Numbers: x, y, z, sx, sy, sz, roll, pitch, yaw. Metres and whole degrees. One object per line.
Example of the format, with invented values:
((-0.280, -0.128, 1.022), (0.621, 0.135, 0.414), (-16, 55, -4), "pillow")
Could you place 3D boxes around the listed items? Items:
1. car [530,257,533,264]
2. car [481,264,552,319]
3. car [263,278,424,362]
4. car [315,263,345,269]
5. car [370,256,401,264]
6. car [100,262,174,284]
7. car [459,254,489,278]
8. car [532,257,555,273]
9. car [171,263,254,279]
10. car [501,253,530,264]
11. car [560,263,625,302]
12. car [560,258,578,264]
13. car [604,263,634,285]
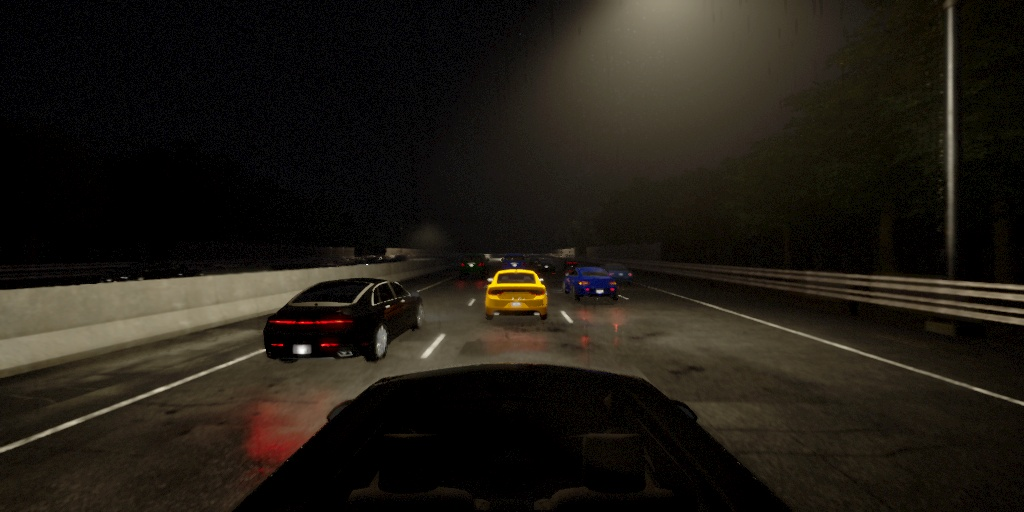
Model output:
((3.758, 0.824, 59.447), (1.994, 1.385, 4.181), (0, 1, 0), "car")
((0.141, 1.212, 12.680), (1.882, 1.535, 5.008), (0, 0, 0), "car")
((-3.375, 1.250, 8.192), (1.837, 1.490, 4.892), (0, 0, 0), "car")
((-13.990, 1.247, 27.317), (1.895, 1.301, 4.718), (0, 0, 0), "car")
((-17.367, 0.991, 49.625), (1.895, 1.301, 4.718), (0, 1, 1), "car")
((-24.369, 1.170, 24.058), (1.837, 1.490, 4.892), (0, 2, -1), "car")
((-3.273, 0.829, 31.655), (2.150, 2.045, 5.566), (0, 1, 0), "car")
((3.667, 1.079, 39.974), (1.994, 1.385, 4.181), (0, 1, 0), "car")
((-21.000, 1.258, 25.636), (1.895, 1.301, 4.718), (0, 0, 0), "car")
((0.229, 0.825, 32.018), (2.150, 2.045, 5.566), (0, 1, 0), "car")
((3.558, 1.244, 16.766), (1.812, 1.442, 4.674), (0, 0, 0), "car")
((7.279, 0.951, 45.575), (1.837, 1.490, 4.892), (0, 1, 0), "car")
((7.045, 1.213, 25.448), (2.033, 1.411, 5.357), (0, 0, 2), "car")
